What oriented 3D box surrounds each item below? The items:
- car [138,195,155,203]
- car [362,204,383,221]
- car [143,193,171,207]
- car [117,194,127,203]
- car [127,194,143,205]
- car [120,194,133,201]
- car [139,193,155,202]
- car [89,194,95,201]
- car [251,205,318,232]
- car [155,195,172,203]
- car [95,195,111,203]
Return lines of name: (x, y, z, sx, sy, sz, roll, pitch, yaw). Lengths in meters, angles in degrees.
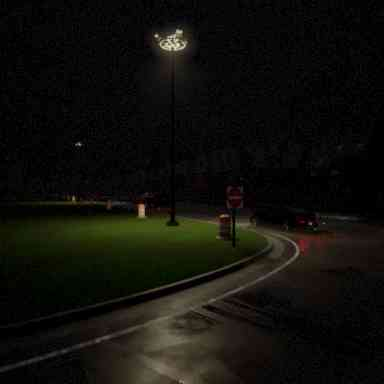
car: (-9.203, 1.457, 67.110, 1.882, 1.535, 5.008, 0, 0, -25)
car: (15.033, 1.478, 24.538, 2.128, 1.511, 4.902, 0, 0, -25)
car: (-5.149, 1.205, 50.699, 2.150, 2.045, 5.566, 0, 0, -25)
car: (-14.336, 1.533, 69.750, 1.994, 1.385, 4.181, 0, 0, -25)
car: (-9.792, 1.460, 60.365, 1.882, 1.535, 5.008, 0, 0, -25)
car: (-16.279, 1.332, 81.981, 2.097, 1.767, 4.553, 0, 0, -25)
car: (-10.689, 1.201, 78.378, 2.150, 2.045, 5.566, 0, 0, -25)
car: (-23.072, 1.505, 79.966, 1.812, 1.442, 4.674, 0, 0, -25)
car: (5.467, 1.516, 20.205, 1.812, 1.442, 4.674, 0, 0, -25)
car: (-5.872, 1.456, 68.252, 1.882, 1.535, 5.008, 0, 0, -25)
car: (-18.628, 1.522, 70.624, 2.033, 1.411, 5.357, 0, 0, -25)
